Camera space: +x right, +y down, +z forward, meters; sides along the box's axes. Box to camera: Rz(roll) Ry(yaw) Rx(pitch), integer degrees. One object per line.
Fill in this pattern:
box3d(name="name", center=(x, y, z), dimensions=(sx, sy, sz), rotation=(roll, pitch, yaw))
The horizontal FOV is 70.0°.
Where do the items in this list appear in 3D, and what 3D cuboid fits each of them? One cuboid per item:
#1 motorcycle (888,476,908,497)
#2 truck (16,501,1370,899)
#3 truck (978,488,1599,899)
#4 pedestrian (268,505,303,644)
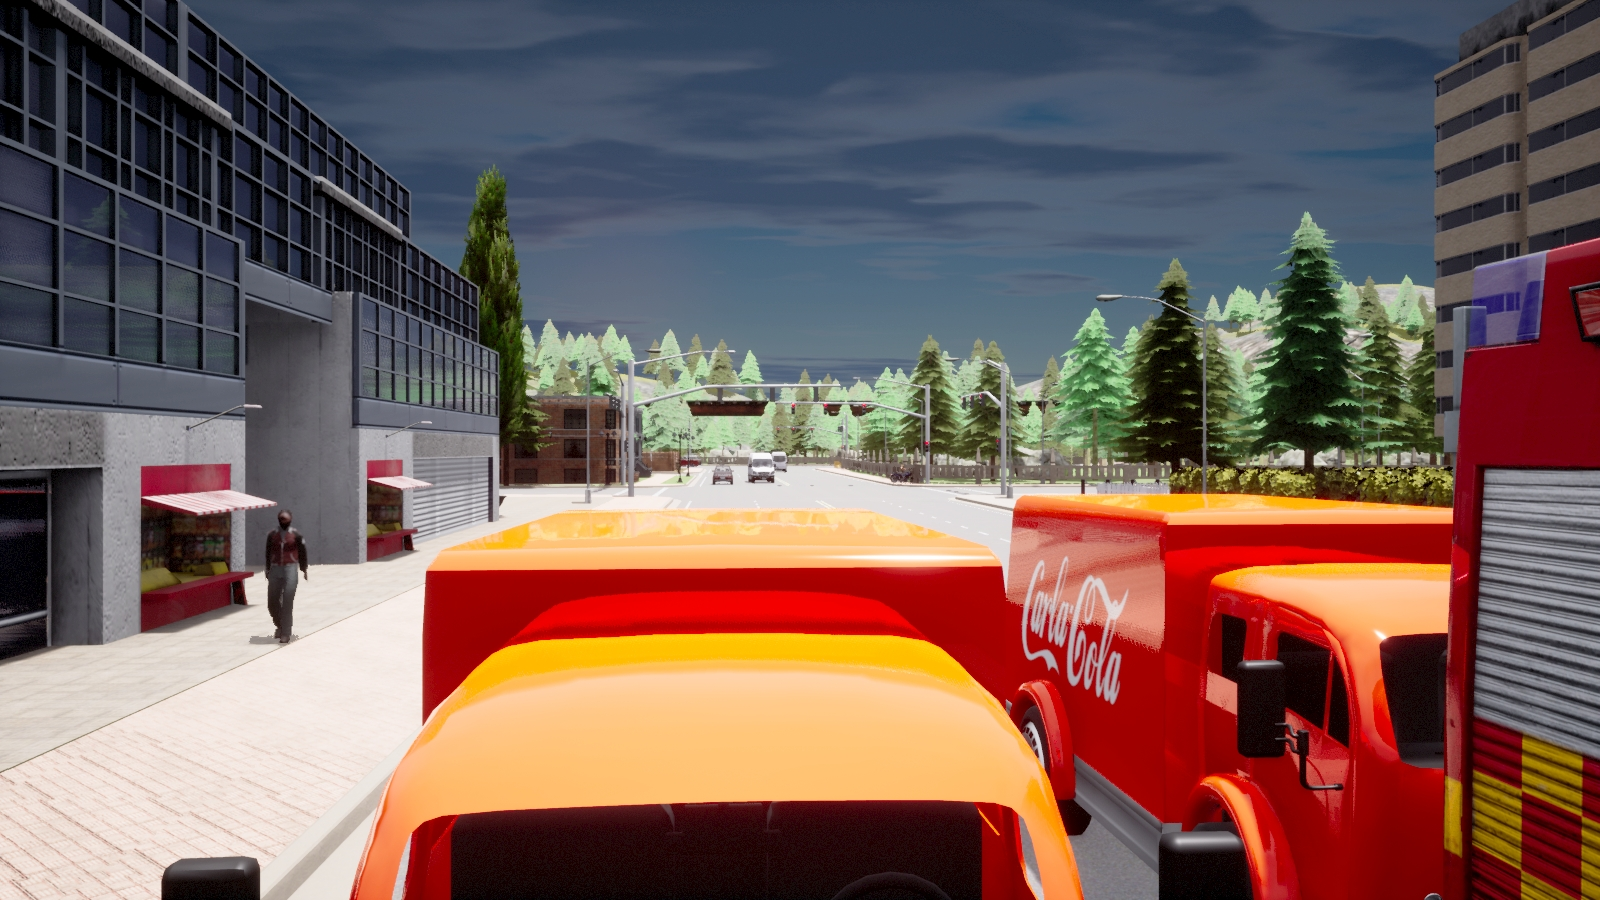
box3d(name="motorcycle", center=(5.944, 2.205, 69.519), dimensions=(0.867, 1.251, 2.209), rotation=(0, 0, -4))
box3d(name="truck", center=(-0.347, 1.568, 4.821), dimensions=(2.627, 2.467, 5.204), rotation=(0, 0, -4))
box3d(name="truck", center=(3.003, 1.568, 7.234), dimensions=(2.627, 2.467, 5.204), rotation=(0, 0, -4))
box3d(name="pedestrian", center=(-7.075, 1.698, 15.715), dimensions=(0.375, 1.860, 0.375), rotation=(0, 0, -14))
